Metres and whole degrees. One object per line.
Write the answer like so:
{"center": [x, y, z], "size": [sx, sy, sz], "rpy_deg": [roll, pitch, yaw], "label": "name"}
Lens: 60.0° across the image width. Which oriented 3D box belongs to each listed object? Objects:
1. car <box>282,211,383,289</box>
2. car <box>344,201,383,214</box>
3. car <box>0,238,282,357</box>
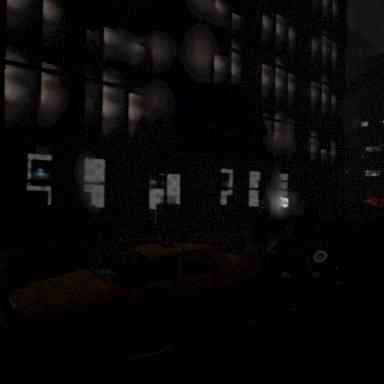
{"center": [3.948, 1.530, 9.354], "size": [4.097, 1.590, 1.967], "rpy_deg": [1, 0, -35], "label": "car"}
{"center": [17.119, 1.608, 32.931], "size": [1.887, 1.381, 4.507], "rpy_deg": [3, -1, -36], "label": "car"}
{"center": [-0.721, 1.555, 6.032], "size": [4.829, 1.417, 1.752], "rpy_deg": [1, 0, -35], "label": "car"}
